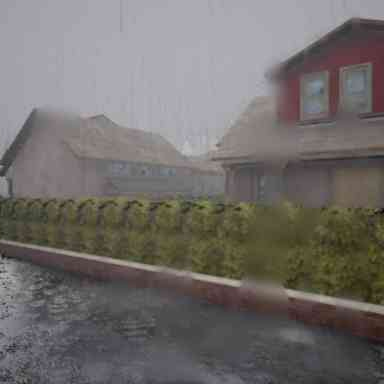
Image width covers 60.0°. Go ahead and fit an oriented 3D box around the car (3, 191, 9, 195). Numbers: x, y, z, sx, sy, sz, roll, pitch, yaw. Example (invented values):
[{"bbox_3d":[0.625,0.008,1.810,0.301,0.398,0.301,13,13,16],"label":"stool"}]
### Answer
[{"bbox_3d":[-41.592,0.787,75.908,3.866,1.878,1.905,0,0,36],"label":"car"}]
